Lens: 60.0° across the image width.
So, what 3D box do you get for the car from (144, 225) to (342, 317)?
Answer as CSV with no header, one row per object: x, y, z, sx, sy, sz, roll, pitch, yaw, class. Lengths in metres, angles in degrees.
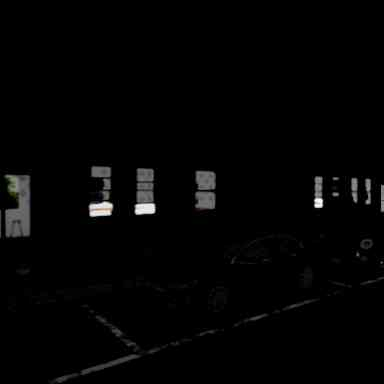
1.072,1.543,7.326,4.403,1.369,2.008,0,0,-36,car

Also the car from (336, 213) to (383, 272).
5.707,1.421,10.633,4.097,1.590,1.967,0,0,-36,car
